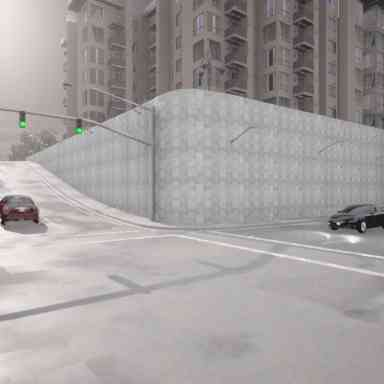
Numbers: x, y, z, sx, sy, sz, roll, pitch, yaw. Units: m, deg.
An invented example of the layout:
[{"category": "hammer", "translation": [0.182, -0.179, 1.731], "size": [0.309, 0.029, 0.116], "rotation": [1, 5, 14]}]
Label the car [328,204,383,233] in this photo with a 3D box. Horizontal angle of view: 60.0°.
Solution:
[{"category": "car", "translation": [10.057, 1.505, 19.779], "size": [4.892, 1.490, 1.837], "rotation": [0, 0, -36]}]

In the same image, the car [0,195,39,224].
[{"category": "car", "translation": [-11.587, 0.965, 21.909], "size": [2.097, 1.767, 4.553], "rotation": [0, 5, -36]}]
